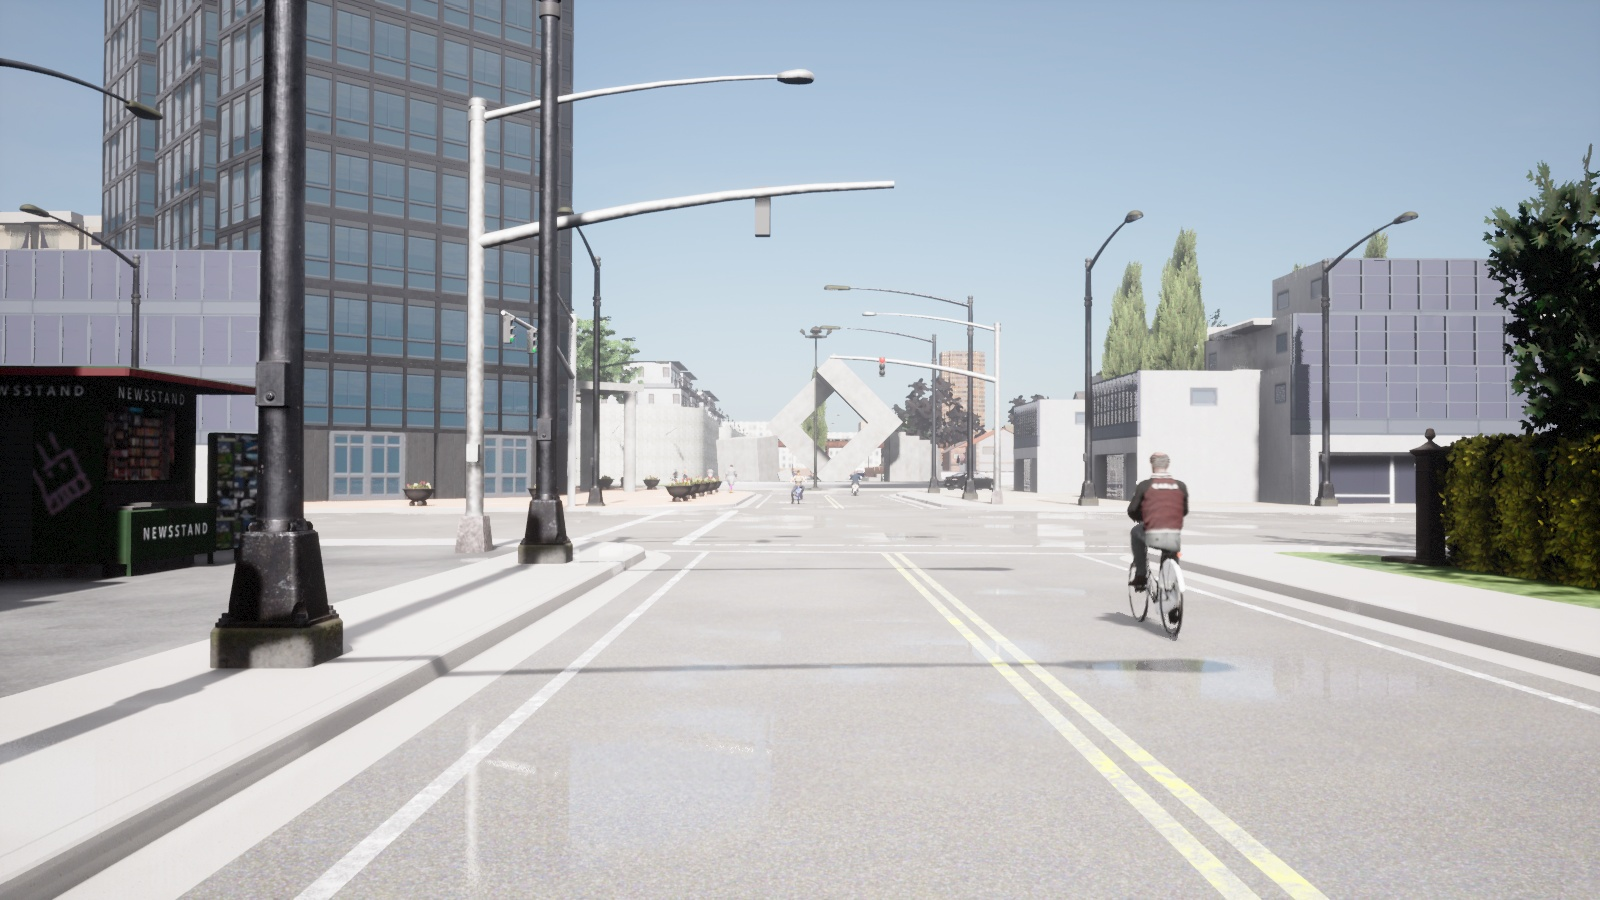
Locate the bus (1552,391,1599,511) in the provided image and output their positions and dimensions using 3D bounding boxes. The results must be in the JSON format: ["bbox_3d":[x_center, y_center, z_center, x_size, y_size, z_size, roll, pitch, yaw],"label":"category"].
[{"bbox_3d":[33.672,-0.060,45.619,10.273,4.253,3.944,-1,-1,-1],"label":"bus"}]

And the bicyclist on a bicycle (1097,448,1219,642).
[{"bbox_3d":[3.490,0.879,12.407,0.659,1.776,1.843,0,-1,0],"label":"bicyclist on a bicycle"}]

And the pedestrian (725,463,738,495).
[{"bbox_3d":[-4.294,1.816,78.731,0.659,1.952,0.873,0,-1,7],"label":"pedestrian"}]
